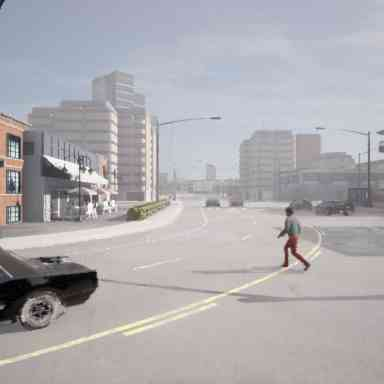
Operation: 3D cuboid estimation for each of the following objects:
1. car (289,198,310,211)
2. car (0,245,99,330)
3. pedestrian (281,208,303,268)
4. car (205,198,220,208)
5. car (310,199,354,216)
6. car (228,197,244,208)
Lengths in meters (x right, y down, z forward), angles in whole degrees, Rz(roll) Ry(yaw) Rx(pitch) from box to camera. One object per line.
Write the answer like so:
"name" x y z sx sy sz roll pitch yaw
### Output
"car" 13.621 1.526 41.671 1.812 1.442 4.674 0 0 0
"car" -4.073 1.601 5.290 4.718 1.301 1.895 0 0 -37
"pedestrian" 2.874 1.294 9.569 0.375 1.860 0.375 0 0 36
"car" 3.021 1.566 48.972 1.994 1.385 4.181 0 0 -1
"car" 13.521 1.505 32.396 1.837 1.490 4.892 0 0 1
"car" 6.522 1.528 49.221 1.837 1.490 4.892 0 0 -1
